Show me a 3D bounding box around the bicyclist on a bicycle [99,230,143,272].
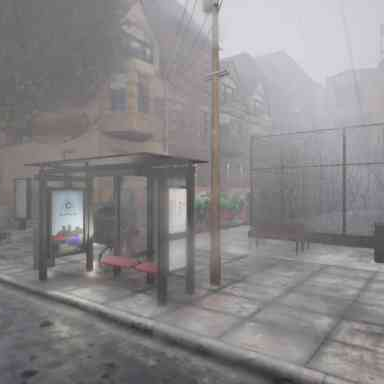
[{"bbox_3d":[-1.870,1.340,9.165,0.582,1.620,1.656,1,-3,36],"label":"bicyclist on a bicycle"}]
